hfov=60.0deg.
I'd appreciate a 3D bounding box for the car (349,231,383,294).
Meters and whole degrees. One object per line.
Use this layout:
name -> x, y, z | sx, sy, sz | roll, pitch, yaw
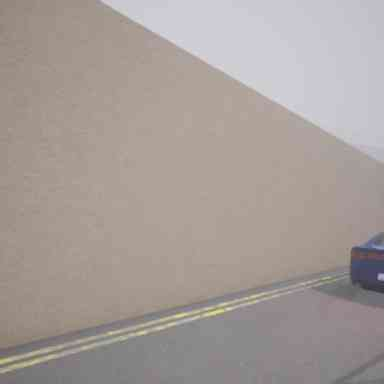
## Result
car -> 5.718, 1.478, 7.818 | 5.008, 1.535, 1.882 | 0, 0, -35
